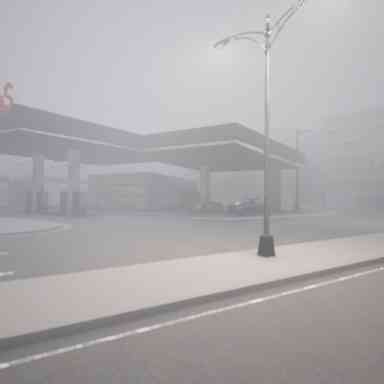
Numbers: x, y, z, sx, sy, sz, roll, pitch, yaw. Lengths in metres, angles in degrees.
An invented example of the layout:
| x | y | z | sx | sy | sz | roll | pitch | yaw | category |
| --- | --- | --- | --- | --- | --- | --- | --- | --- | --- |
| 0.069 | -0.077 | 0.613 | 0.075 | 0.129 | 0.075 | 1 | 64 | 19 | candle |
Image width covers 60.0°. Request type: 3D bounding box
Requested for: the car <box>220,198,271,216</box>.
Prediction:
| x | y | z | sx | sy | sz | roll | pitch | yaw | category |
| --- | --- | --- | --- | --- | --- | --- | --- | --- | --- |
| 5.630 | 1.475 | 33.757 | 4.611 | 1.667 | 2.242 | 1 | 0 | -35 | car |

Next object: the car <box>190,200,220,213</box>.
| x | y | z | sx | sy | sz | roll | pitch | yaw | category |
| --- | --- | --- | --- | --- | --- | --- | --- | --- | --- |
| 1.699 | 1.629 | 38.016 | 3.806 | 1.475 | 1.970 | 1 | 0 | -35 | car |

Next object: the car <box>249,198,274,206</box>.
| x | y | z | sx | sy | sz | roll | pitch | yaw | category |
| --- | --- | --- | --- | --- | --- | --- | --- | --- | --- |
| 13.290 | 1.884 | 63.752 | 1.812 | 1.442 | 4.674 | 1 | 0 | -36 | car |
